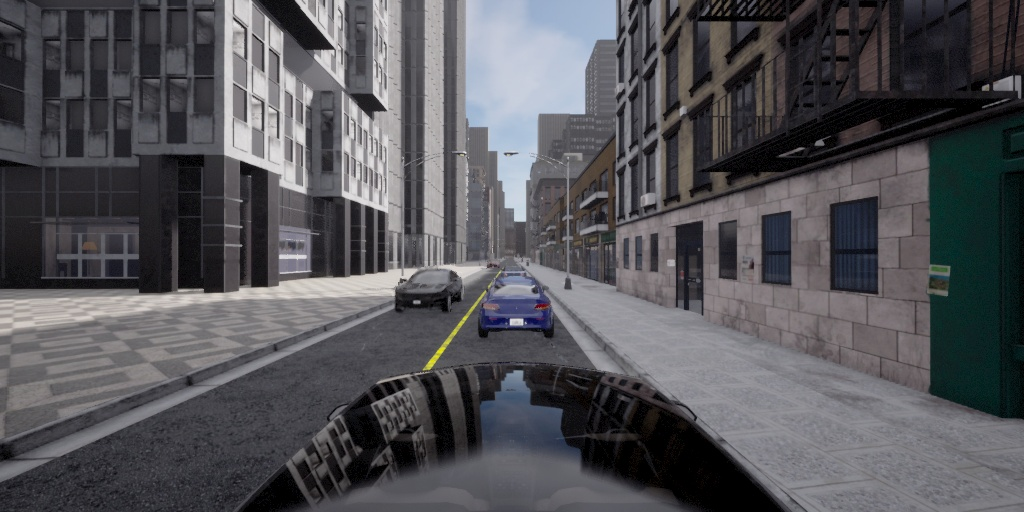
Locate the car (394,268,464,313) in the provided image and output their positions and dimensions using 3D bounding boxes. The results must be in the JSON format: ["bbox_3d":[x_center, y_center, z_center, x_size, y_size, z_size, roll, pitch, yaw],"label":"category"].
[{"bbox_3d":[-3.105,1.234,14.211,1.882,1.535,5.008,0,0,0],"label":"car"}]

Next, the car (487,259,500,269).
[{"bbox_3d":[-3.022,1.209,59.047,2.097,1.767,4.553,0,0,0],"label":"car"}]

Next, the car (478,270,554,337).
[{"bbox_3d":[0.096,1.279,10.136,1.812,1.442,4.674,0,0,0],"label":"car"}]

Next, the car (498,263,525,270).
[{"bbox_3d":[0.093,1.372,27.880,1.895,1.301,4.718,0,0,-1],"label":"car"}]
